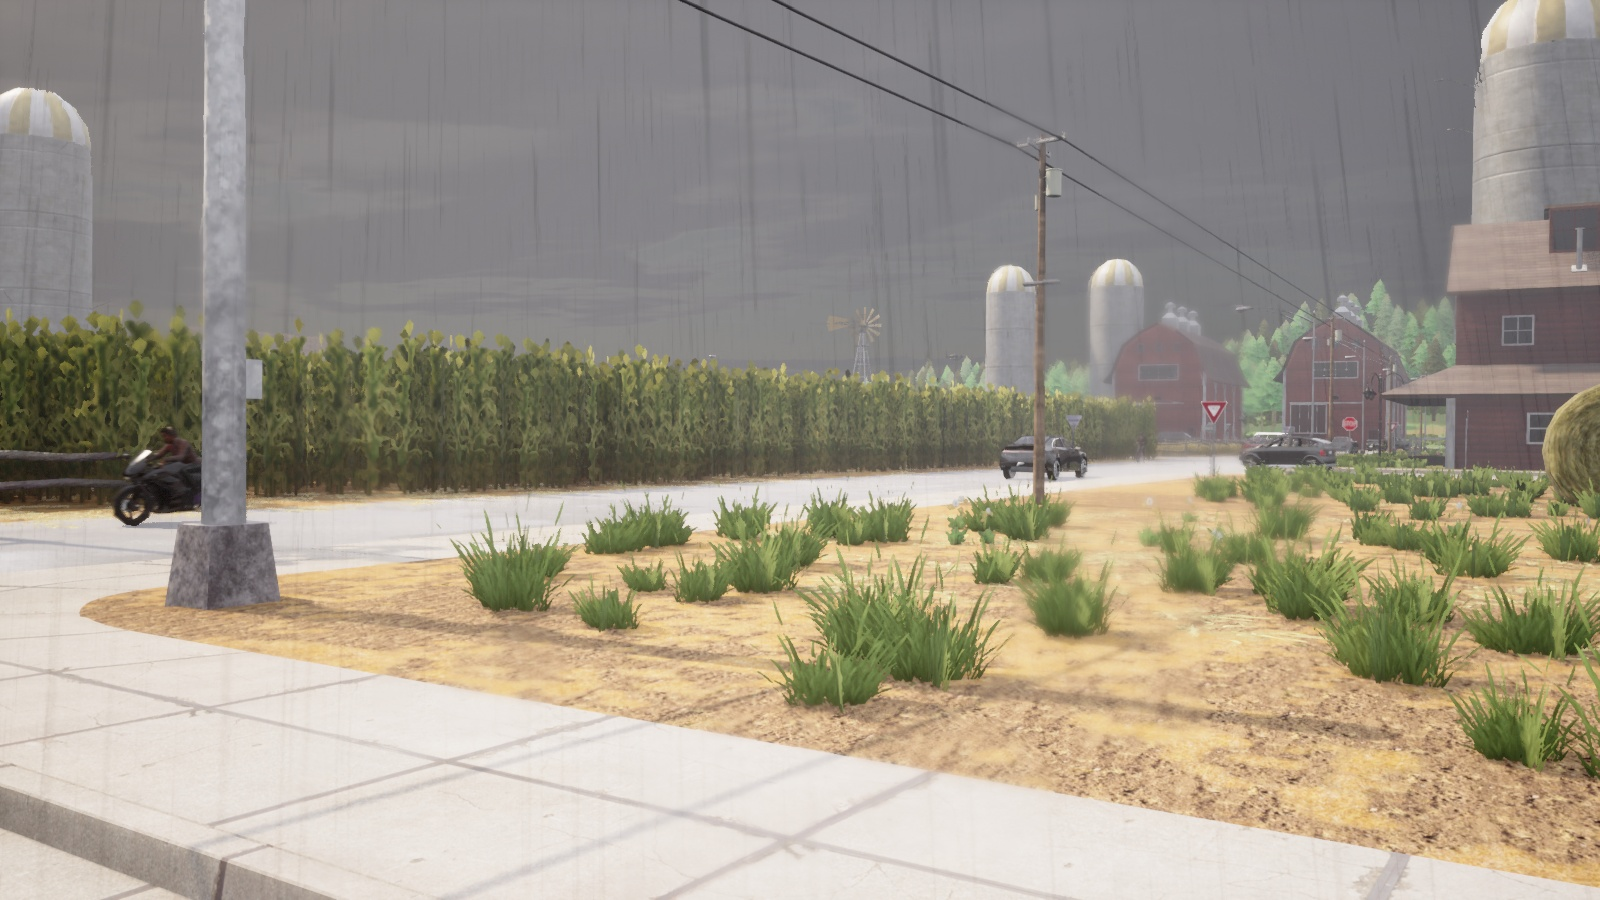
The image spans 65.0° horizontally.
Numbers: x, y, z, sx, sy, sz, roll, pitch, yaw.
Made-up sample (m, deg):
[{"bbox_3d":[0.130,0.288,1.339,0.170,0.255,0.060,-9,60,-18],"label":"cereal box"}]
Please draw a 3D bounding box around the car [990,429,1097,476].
[{"bbox_3d":[8.503,0.052,43.501,2.128,1.511,4.902,0,1,31],"label":"car"}]

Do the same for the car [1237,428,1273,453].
[{"bbox_3d":[29.281,-0.622,80.812,1.789,1.549,3.705,0,1,14],"label":"car"}]

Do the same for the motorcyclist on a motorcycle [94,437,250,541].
[{"bbox_3d":[-9.747,0.569,19.566,0.797,1.523,2.044,0,1,31],"label":"motorcyclist on a motorcycle"}]

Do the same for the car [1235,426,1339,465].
[{"bbox_3d":[20.613,-0.193,53.181,3.705,1.549,1.789,0,2,41],"label":"car"}]
